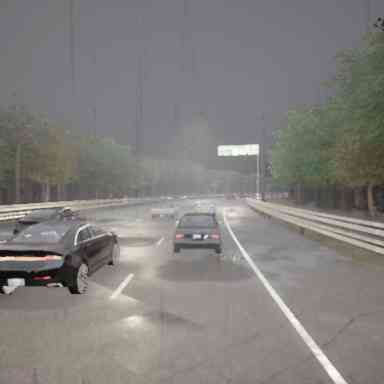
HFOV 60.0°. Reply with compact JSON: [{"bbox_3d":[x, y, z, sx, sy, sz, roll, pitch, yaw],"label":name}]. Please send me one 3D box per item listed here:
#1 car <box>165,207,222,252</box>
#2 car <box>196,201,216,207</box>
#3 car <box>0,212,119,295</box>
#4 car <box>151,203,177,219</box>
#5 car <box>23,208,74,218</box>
[{"bbox_3d":[0.263,1.573,13.896,2.033,1.411,5.357,0,0,2],"label":"car"},{"bbox_3d":[1.380,1.572,32.420,1.812,1.442,4.674,0,0,5],"label":"car"},{"bbox_3d":[-3.276,1.501,8.733,2.128,1.511,4.902,0,0,1],"label":"car"},{"bbox_3d":[-2.291,1.635,29.359,1.895,1.301,4.718,0,0,4],"label":"car"},{"bbox_3d":[-6.557,1.518,16.025,1.837,1.490,4.892,0,0,2],"label":"car"}]
